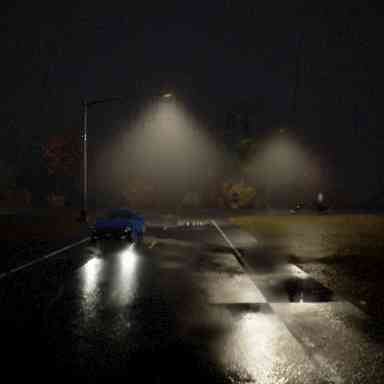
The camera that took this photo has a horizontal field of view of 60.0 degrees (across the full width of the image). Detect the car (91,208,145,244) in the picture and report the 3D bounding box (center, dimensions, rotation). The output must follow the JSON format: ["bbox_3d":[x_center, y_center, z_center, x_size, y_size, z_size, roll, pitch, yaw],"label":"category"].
[{"bbox_3d":[-3.578,1.594,16.797,1.882,1.535,5.008,0,0,0],"label":"car"}]

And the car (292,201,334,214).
[{"bbox_3d":[14.048,1.808,38.675,4.674,1.442,1.812,0,0,-1],"label":"car"}]
